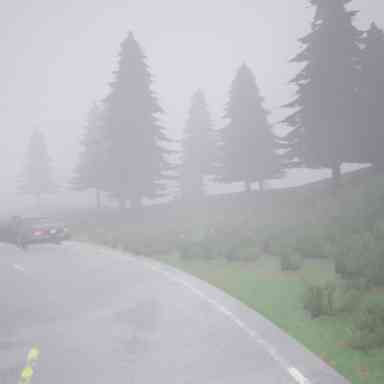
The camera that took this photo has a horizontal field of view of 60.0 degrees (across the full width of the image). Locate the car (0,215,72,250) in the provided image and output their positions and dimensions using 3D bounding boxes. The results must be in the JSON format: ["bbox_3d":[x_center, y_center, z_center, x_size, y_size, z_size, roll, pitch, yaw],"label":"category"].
[{"bbox_3d":[-7.759,1.782,15.670,5.357,1.411,2.033,-2,0,40],"label":"car"}]
